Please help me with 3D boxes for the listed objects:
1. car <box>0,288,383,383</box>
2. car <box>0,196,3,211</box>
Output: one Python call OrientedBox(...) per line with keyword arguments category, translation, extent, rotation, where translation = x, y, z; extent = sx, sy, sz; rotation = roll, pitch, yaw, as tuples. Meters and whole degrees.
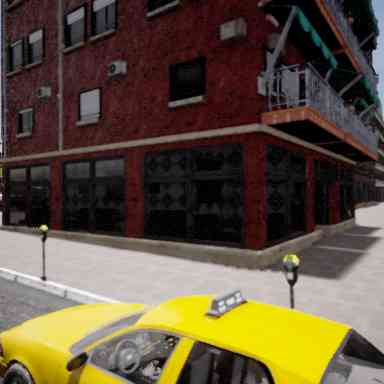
OrientedBox(category="car", translation=(0.053, 1.511, 2.849), extent=(4.829, 1.417, 1.752), rotation=(1, -1, 35))
OrientedBox(category="car", translation=(-20.615, 1.115, 37.946), extent=(2.192, 1.841, 5.009), rotation=(-1, -1, 36))
